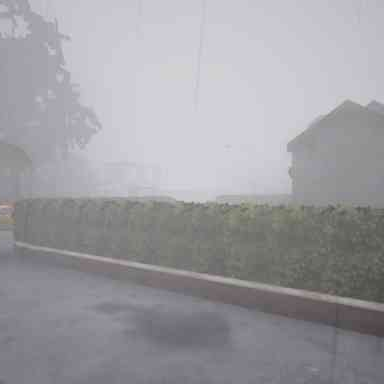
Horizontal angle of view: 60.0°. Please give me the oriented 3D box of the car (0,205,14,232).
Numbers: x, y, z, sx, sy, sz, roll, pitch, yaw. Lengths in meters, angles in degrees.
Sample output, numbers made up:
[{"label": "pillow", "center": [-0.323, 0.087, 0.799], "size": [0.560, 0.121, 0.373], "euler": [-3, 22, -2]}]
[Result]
[{"label": "car", "center": [-10.019, 1.481, 18.377], "size": [1.882, 1.535, 5.008], "euler": [0, 0, 35]}]
